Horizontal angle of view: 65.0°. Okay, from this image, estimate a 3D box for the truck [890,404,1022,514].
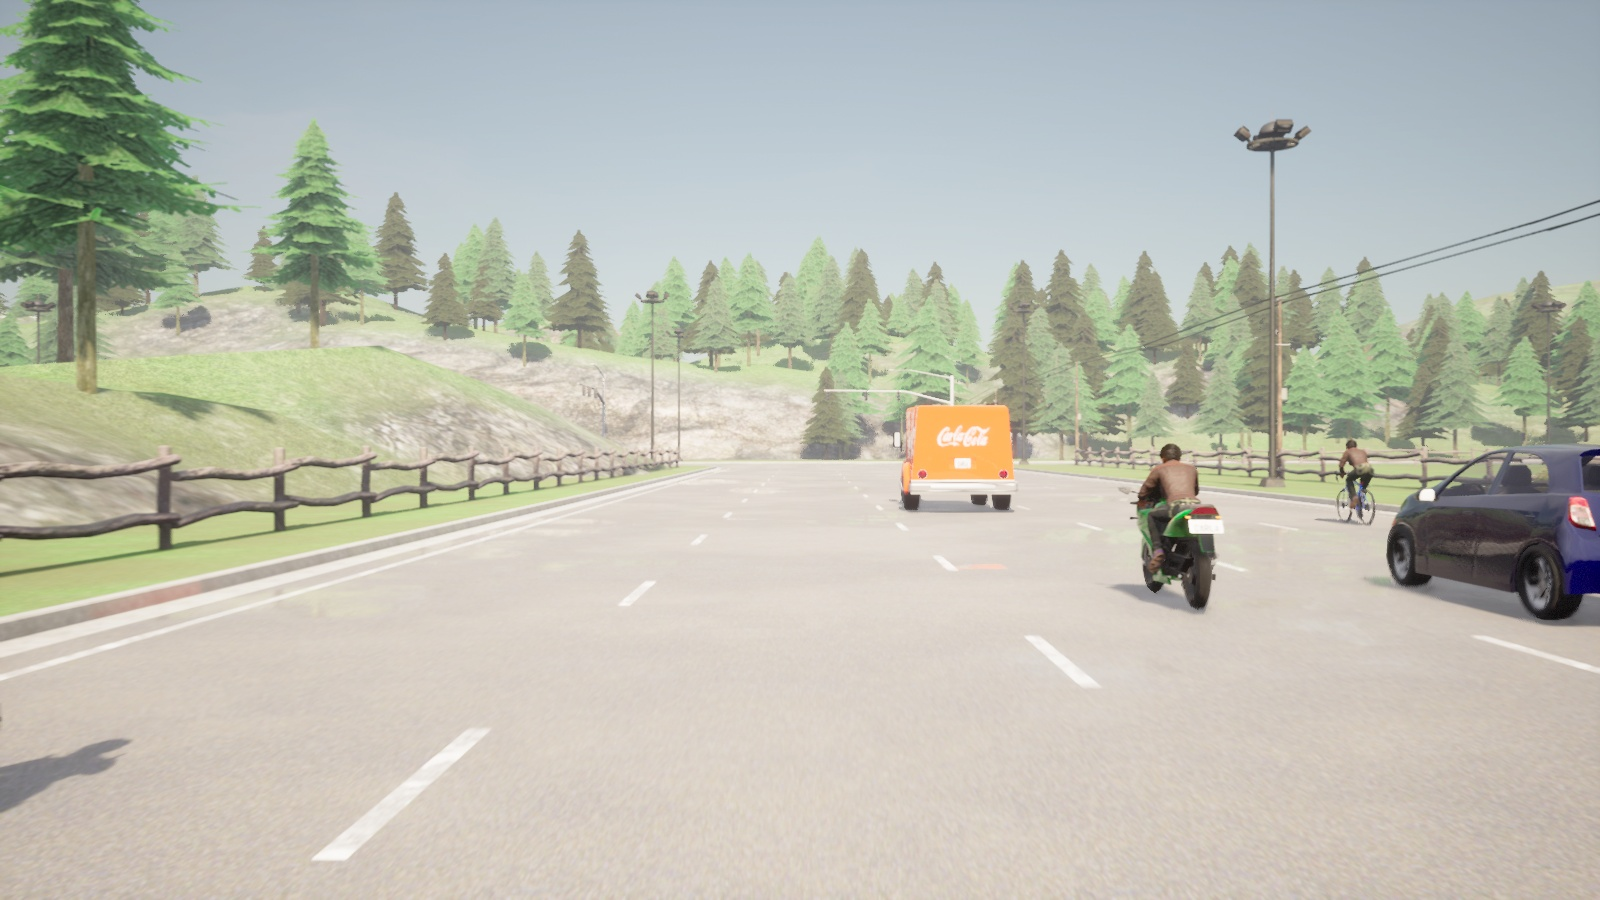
[{"bbox_3d":[3.691,0.188,30.762,2.627,2.467,5.204,0,0,0],"label":"truck"}]

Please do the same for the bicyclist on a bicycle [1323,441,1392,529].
[{"bbox_3d":[10.653,0.649,24.049,0.582,1.620,1.656,0,0,0],"label":"bicyclist on a bicycle"}]

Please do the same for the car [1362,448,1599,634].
[{"bbox_3d":[7.067,0.737,11.958,1.845,1.501,3.633,0,0,1],"label":"car"}]

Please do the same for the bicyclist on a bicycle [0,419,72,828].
[{"bbox_3d":[-3.458,0.686,4.622,0.582,1.620,1.656,0,0,0],"label":"bicyclist on a bicycle"}]

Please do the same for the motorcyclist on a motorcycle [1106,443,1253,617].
[{"bbox_3d":[3.585,0.702,12.057,0.797,1.523,2.044,0,0,0],"label":"motorcyclist on a motorcycle"}]
